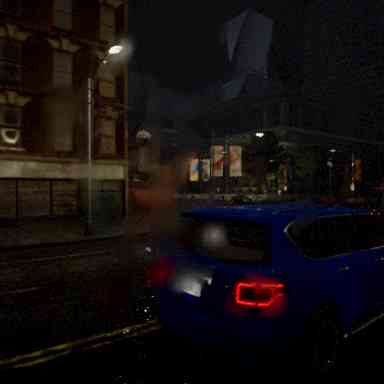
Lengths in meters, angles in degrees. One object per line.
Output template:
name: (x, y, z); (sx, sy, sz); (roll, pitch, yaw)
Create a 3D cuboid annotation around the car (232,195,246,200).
car: (8.074, 1.293, 52.946); (2.097, 1.767, 4.553); (0, 0, -22)

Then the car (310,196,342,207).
car: (19.834, 1.403, 49.341); (2.002, 1.452, 4.674); (0, 0, -16)

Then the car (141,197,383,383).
car: (2.018, 1.208, 5.649); (5.566, 2.045, 2.150); (0, 0, -41)

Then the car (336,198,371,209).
car: (21.116, 1.484, 43.756); (1.895, 1.301, 4.718); (0, 0, -6)

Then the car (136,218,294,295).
car: (0.903, 1.583, 9.594); (4.718, 1.301, 1.895); (0, 0, -45)

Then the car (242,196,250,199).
car: (4.959, 1.308, 21.407); (2.097, 1.767, 4.553); (0, 0, 23)

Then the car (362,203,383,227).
car: (13.051, 1.502, 22.655); (1.994, 1.385, 4.181); (0, 0, 19)
